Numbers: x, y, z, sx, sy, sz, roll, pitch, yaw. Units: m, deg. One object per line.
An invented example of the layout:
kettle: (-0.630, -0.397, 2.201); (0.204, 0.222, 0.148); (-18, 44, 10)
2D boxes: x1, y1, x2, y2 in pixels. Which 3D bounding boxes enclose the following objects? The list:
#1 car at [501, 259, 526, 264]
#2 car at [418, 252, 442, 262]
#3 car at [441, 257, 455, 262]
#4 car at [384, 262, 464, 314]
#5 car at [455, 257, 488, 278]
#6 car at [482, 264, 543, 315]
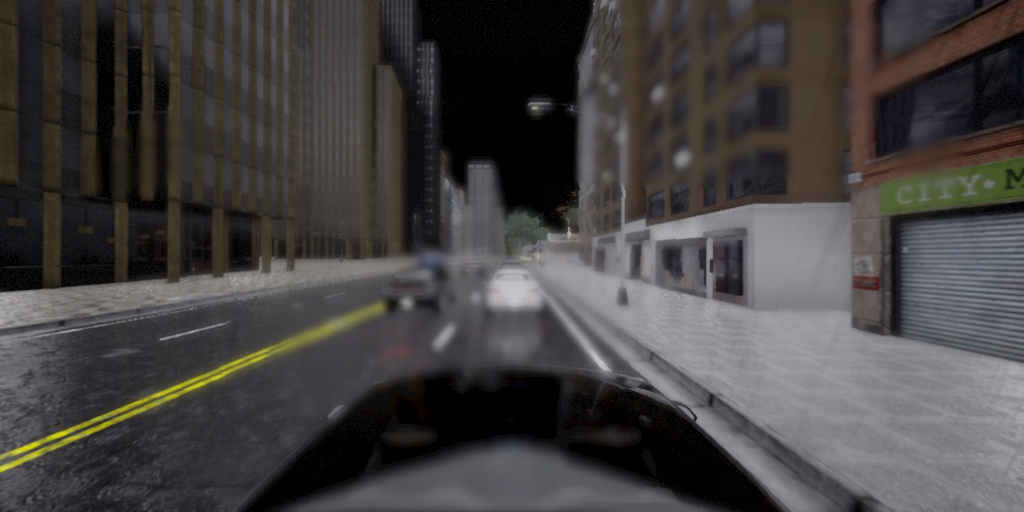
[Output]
car: (0.137, 0.984, 29.861); (2.128, 1.511, 4.902); (0, 1, 0)
car: (-9.756, 0.581, 43.308); (2.150, 2.045, 5.566); (0, 1, 0)
car: (-6.511, 0.862, 42.283); (2.128, 1.511, 4.902); (0, 1, 0)
car: (-3.150, 1.152, 13.243); (1.837, 1.490, 4.892); (0, 1, 0)
car: (-3.113, 0.984, 29.869); (2.128, 1.511, 4.902); (0, 1, 0)
car: (0.096, 1.176, 12.891); (1.812, 1.442, 4.674); (0, 1, 0)
